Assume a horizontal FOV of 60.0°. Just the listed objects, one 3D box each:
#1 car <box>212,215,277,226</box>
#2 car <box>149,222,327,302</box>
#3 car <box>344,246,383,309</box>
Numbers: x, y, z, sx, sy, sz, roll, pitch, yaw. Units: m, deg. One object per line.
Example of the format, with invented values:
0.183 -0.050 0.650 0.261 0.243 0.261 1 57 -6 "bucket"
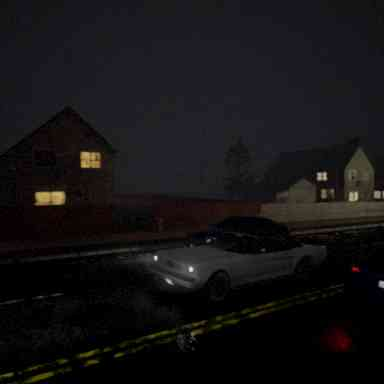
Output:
1.907 1.627 12.982 4.674 1.442 1.812 1 0 -35 "car"
1.316 1.668 8.571 4.718 1.301 1.895 1 0 -35 "car"
5.112 1.643 7.028 4.181 1.385 1.994 1 0 -35 "car"
